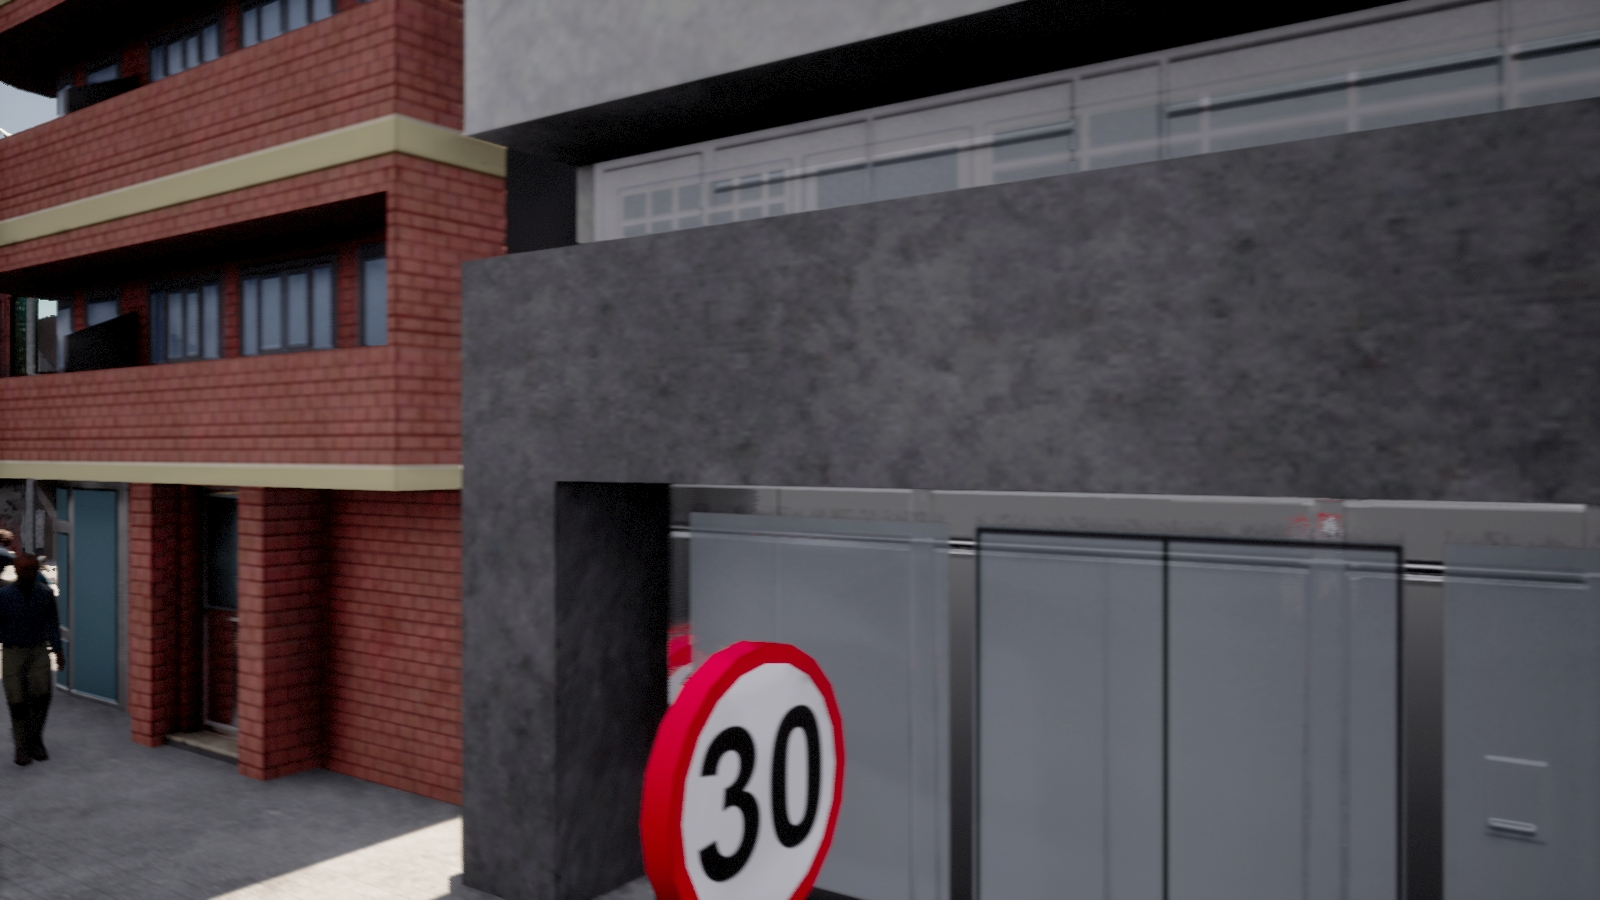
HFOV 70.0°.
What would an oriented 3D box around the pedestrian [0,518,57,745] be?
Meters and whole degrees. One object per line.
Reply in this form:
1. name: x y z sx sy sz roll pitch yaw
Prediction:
1. pedestrian: -6.611 1.524 9.756 0.375 1.860 0.375 0 0 44
